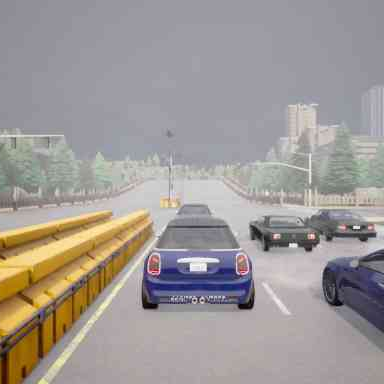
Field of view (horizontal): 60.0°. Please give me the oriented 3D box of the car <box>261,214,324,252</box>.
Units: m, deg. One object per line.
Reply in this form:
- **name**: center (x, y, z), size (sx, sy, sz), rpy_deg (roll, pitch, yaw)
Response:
- **car**: center (3.624, 1.601, 13.984), size (1.895, 1.301, 4.718), rpy_deg (0, 0, 1)

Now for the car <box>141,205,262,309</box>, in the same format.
- **car**: center (0.115, 1.352, 8.013), size (2.097, 1.767, 4.553), rpy_deg (0, 0, 0)

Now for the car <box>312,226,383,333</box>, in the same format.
- **car**: center (3.613, 1.526, 5.044), size (1.812, 1.442, 4.674), rpy_deg (0, 0, 0)

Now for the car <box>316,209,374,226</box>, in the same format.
- **car**: center (7.108, 1.547, 16.559), size (2.033, 1.411, 5.357), rpy_deg (0, 0, 4)

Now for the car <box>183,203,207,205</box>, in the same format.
- **car**: center (0.133, 1.352, 16.949), size (2.097, 1.767, 4.553), rpy_deg (0, 0, 0)
